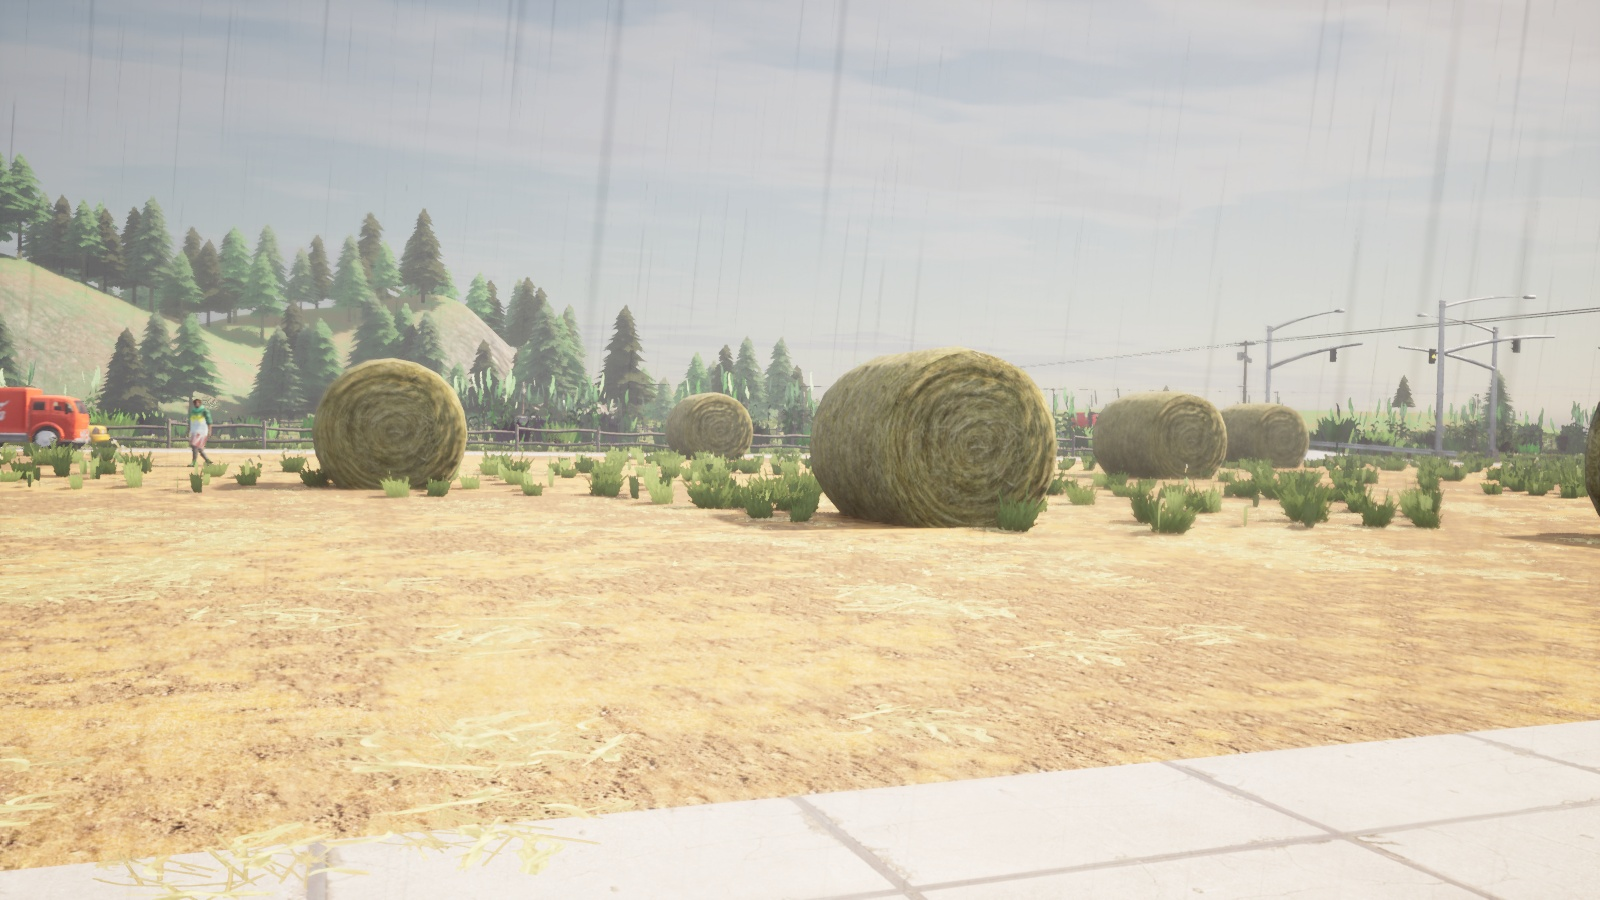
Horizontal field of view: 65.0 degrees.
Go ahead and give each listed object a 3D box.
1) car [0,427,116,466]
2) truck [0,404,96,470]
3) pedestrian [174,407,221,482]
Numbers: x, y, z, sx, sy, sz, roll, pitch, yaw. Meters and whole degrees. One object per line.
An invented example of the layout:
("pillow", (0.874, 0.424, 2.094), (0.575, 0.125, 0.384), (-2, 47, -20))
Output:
("car", (-31.388, -0.156, 51.706), (5.366, 1.575, 1.801), (-1, 1, -17))
("truck", (-30.347, -0.519, 48.357), (5.204, 2.467, 2.627), (-1, 1, -17))
("pedestrian", (-15.938, -0.141, 33.227), (0.659, 1.952, 0.873), (0, 1, 24))
